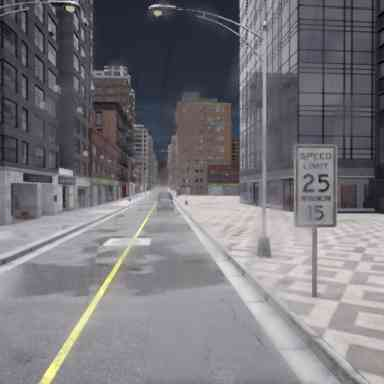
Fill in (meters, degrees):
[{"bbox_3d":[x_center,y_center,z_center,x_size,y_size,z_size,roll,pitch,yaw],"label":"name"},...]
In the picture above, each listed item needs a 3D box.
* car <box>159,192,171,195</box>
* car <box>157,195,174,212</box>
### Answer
[{"bbox_3d":[-3.827,0.979,47.362,2.150,2.045,5.566,0,1,-5],"label":"car"},{"bbox_3d":[-2.923,1.389,36.725,2.033,1.411,5.357,0,0,-5],"label":"car"}]
